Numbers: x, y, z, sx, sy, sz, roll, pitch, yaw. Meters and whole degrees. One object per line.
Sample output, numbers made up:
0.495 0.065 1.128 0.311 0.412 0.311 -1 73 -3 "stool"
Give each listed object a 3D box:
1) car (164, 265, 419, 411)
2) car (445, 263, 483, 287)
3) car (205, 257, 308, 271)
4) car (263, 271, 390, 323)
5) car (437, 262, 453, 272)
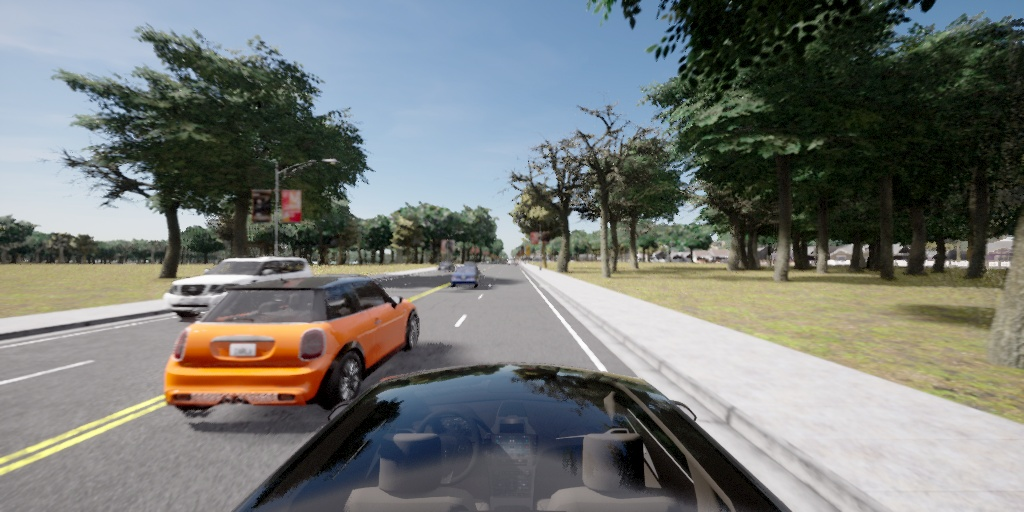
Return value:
-3.155 1.132 6.331 2.097 1.767 4.553 0 0 0 "car"
-3.152 1.451 25.774 2.033 1.411 5.357 0 0 0 "car"
-9.852 1.048 13.699 2.150 2.045 5.566 0 0 0 "car"
-6.600 1.374 13.669 2.033 1.411 5.357 0 0 0 "car"
-9.825 1.586 53.447 2.128 1.511 4.902 0 0 0 "car"
